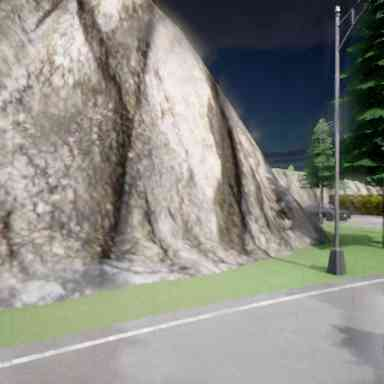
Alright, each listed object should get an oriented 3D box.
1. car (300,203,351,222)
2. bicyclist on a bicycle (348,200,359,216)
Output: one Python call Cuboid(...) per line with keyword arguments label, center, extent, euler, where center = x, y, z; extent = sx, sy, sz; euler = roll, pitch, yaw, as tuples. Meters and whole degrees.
Cuboid(label="car", center=(11.086, 1.666, 27.895), extent=(1.994, 1.385, 4.181), euler=(0, 0, -28))
Cuboid(label="bicyclist on a bicycle", center=(16.156, 1.585, 33.291), extent=(1.656, 1.620, 0.582), euler=(0, 0, -28))
